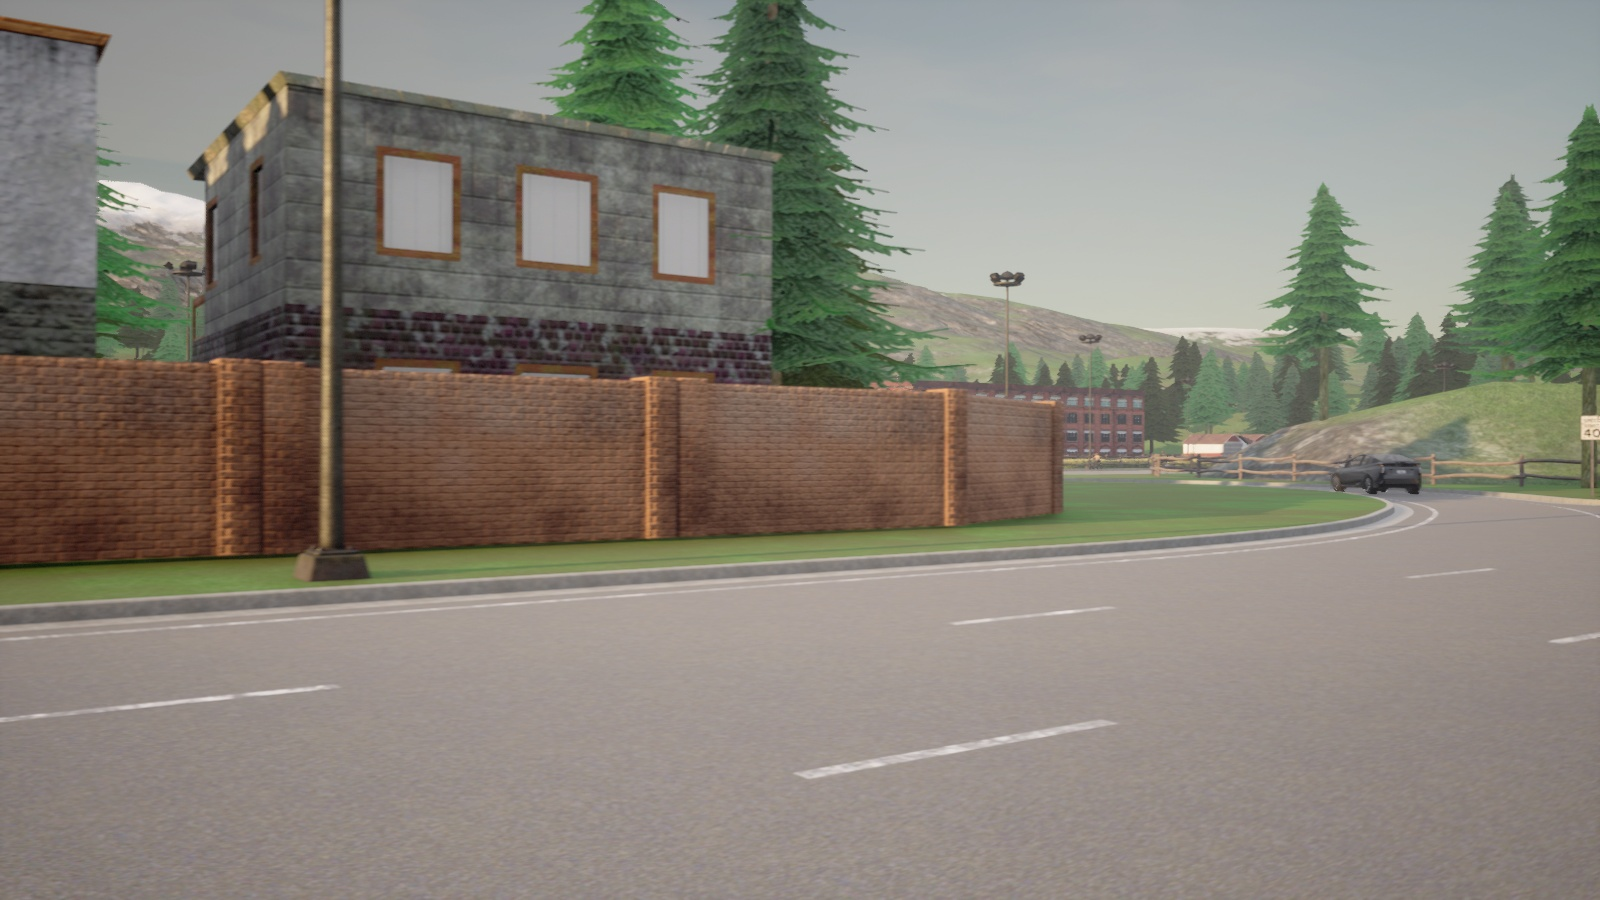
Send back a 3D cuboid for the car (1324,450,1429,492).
[{"bbox_3d":[21.885,0.763,47.907,2.007,1.525,4.514,0,0,1],"label":"car"}]
